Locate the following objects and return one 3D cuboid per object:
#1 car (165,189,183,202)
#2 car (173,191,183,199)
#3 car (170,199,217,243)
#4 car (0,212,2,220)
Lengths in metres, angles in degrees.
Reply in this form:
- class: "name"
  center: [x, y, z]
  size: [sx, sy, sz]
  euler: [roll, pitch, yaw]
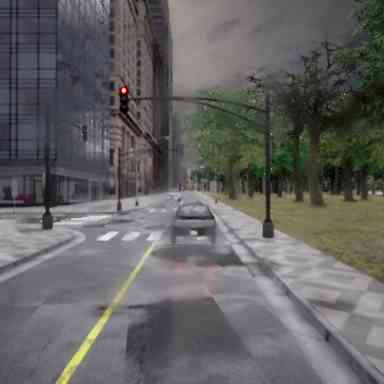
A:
- class: "car"
  center: [-3.038, 0.520, 53.741]
  size: [2.150, 2.045, 5.566]
  euler: [0, 0, 0]
- class: "car"
  center: [-2.952, 0.626, 69.989]
  size: [1.812, 1.442, 4.674]
  euler: [0, 1, 0]
- class: "car"
  center: [0.078, 1.273, 14.820]
  size: [2.128, 1.511, 4.902]
  euler: [0, 1, 0]
- class: "car"
  center: [-13.532, 1.063, 19.593]
  size: [4.097, 1.590, 1.967]
  euler: [0, -1, -1]
